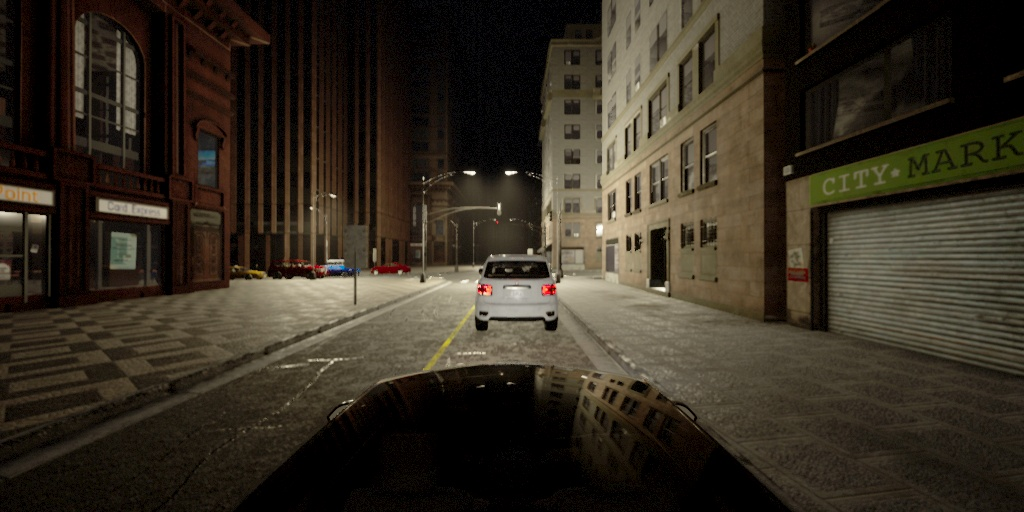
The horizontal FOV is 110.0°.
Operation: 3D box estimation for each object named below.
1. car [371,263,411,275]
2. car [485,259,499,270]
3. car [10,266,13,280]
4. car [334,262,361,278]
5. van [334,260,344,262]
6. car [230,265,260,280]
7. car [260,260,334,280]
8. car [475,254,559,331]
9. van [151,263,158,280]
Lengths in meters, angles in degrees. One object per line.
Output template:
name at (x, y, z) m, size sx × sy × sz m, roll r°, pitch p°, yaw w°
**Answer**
car at (-13.931, 1.483, 41.336) m, size 4.507 × 1.381 × 1.888 m, roll 0°, pitch 0°, yaw 0°
car at (-3.015, 1.275, 55.105) m, size 1.812 × 1.442 × 4.674 m, roll 0°, pitch 0°, yaw 0°
car at (-47.707, 1.854, 32.970) m, size 4.403 × 1.370 × 2.007 m, roll 0°, pitch 0°, yaw 0°
car at (-17.610, 1.554, 35.399) m, size 4.718 × 1.301 × 1.895 m, roll -1°, pitch 0°, yaw 0°
van at (-19.555, 1.347, 41.363) m, size 3.998 × 1.789 × 1.690 m, roll 0°, pitch 0°, yaw 0°
car at (-25.041, 1.557, 32.863) m, size 4.829 × 1.417 × 1.751 m, roll 0°, pitch 0°, yaw 0°
car at (-19.586, 1.278, 32.837) m, size 5.009 × 1.841 × 2.192 m, roll 0°, pitch 0°, yaw 0°
car at (0.111, 0.975, 11.128) m, size 2.150 × 2.045 × 5.566 m, roll 0°, pitch 0°, yaw 0°
van at (-30.835, 1.440, 32.890) m, size 3.998 × 1.789 × 1.690 m, roll 0°, pitch 0°, yaw 0°
